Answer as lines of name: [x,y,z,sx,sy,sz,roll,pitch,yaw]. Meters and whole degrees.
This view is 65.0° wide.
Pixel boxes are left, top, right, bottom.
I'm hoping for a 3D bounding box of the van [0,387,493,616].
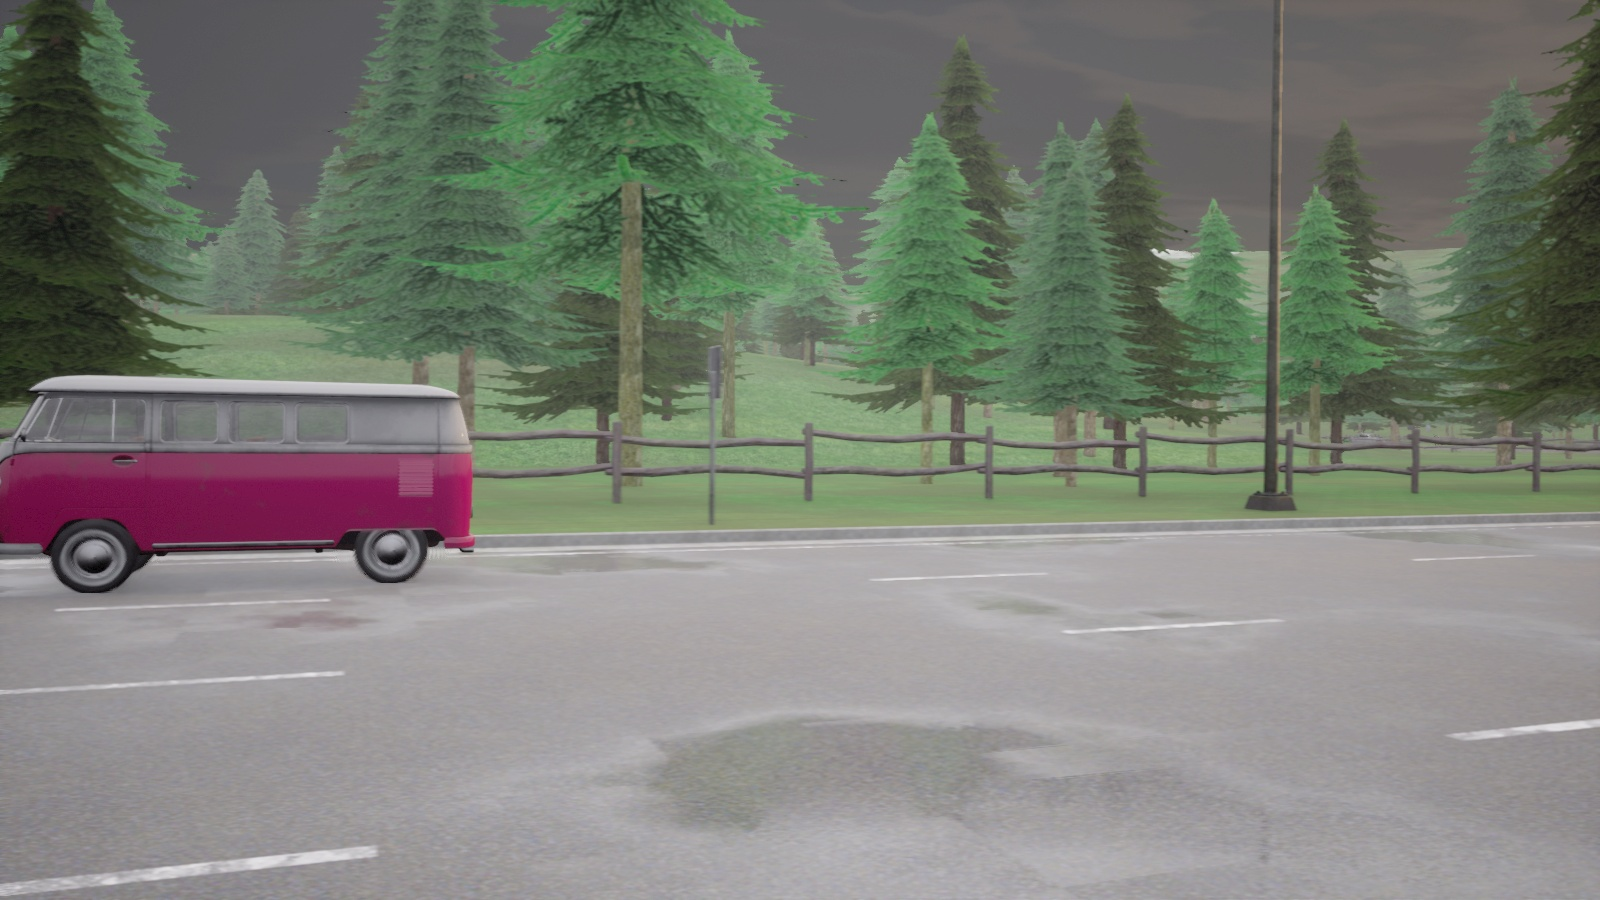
van: [-5.429,0.409,12.406,4.442,1.987,1.775,-1,1,-21]
